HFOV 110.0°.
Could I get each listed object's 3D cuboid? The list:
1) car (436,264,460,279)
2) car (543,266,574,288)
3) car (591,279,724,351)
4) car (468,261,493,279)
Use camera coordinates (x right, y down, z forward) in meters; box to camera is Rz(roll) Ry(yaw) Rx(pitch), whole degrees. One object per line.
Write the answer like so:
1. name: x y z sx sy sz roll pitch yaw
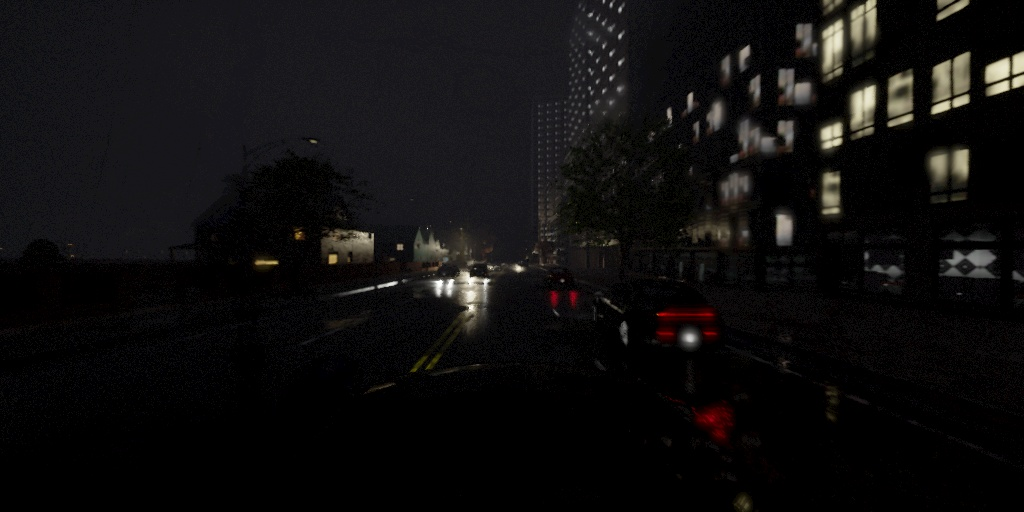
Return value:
1. car: -6.593 1.544 37.397 2.128 1.511 4.902 0 -1 0
2. car: 3.342 1.477 26.019 1.812 1.442 4.674 0 -1 0
3. car: 3.348 1.314 9.176 1.837 1.490 4.892 0 0 0
4. car: -3.343 1.555 37.110 1.837 1.490 4.892 0 -1 0
